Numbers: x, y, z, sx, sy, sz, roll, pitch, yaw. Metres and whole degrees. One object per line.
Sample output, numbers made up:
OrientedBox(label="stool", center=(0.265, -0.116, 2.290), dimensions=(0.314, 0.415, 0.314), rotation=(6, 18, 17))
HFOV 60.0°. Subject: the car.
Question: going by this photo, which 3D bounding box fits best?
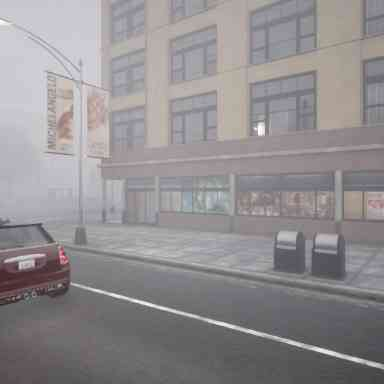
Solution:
OrientedBox(label="car", center=(-4.763, 1.352, 7.369), dimensions=(4.553, 1.767, 2.097), rotation=(0, 0, 36))
